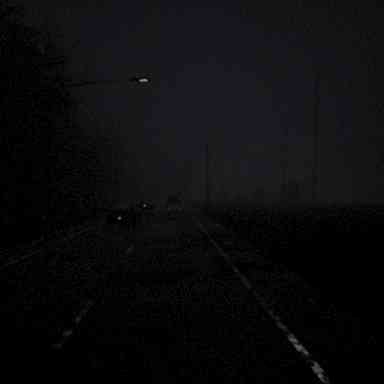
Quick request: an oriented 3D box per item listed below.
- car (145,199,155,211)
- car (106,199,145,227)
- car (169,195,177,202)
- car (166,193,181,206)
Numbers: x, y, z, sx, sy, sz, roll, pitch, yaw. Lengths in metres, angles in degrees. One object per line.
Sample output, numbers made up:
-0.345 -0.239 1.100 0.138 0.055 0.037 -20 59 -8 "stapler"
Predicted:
-5.737 1.589 41.384 1.994 1.385 4.181 0 0 -3 "car"
-4.696 1.503 23.346 1.882 1.535 5.008 0 0 -3 "car"
-4.206 1.526 73.794 1.812 1.442 4.674 0 0 -3 "car"
-2.988 1.220 54.464 2.150 2.045 5.566 0 0 -3 "car"
